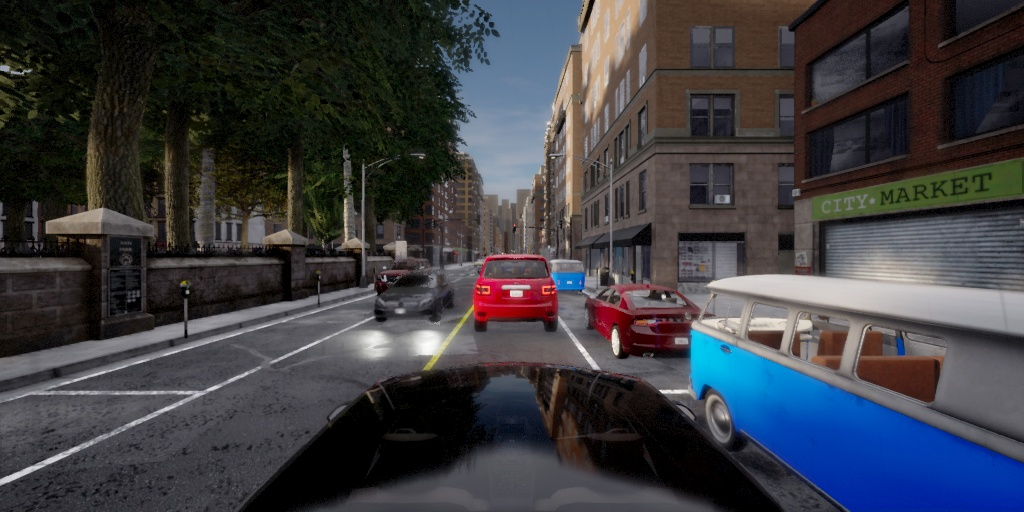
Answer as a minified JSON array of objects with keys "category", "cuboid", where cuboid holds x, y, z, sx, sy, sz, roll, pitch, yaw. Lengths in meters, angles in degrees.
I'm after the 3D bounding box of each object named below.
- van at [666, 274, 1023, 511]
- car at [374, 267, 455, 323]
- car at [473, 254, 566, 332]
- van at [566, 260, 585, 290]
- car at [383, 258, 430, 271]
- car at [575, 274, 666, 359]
[{"category":"van","cuboid":[2.856,1.091,2.600,1.690,1.789,3.998,0,0,0]},{"category":"car","cuboid":[-3.102,1.274,12.307,1.812,1.442,4.674,0,0,0]},{"category":"car","cuboid":[0.092,0.970,11.019,2.150,2.045,5.566,0,0,0]},{"category":"van","cuboid":[2.847,1.085,19.582,1.690,1.789,3.998,0,0,0]},{"category":"car","cuboid":[-5.678,1.059,19.537,2.192,1.841,5.009,0,0,0]},{"category":"car","cuboid":[2.853,1.294,8.261,1.888,1.381,4.507,0,0,0]}]
